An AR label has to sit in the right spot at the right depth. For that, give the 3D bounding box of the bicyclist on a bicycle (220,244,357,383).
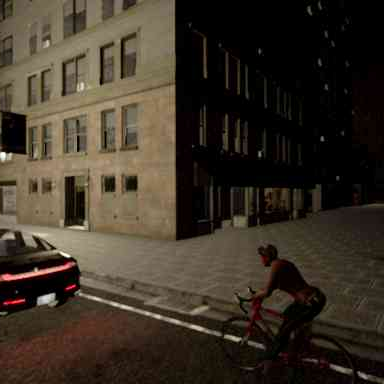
[{"bbox_3d":[1.045,1.454,3.917,1.656,1.620,0.582,0,0,36],"label":"bicyclist on a bicycle"}]

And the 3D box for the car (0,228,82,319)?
[{"bbox_3d":[-4.288,1.497,6.740,4.902,1.511,2.128,0,0,36],"label":"car"}]
